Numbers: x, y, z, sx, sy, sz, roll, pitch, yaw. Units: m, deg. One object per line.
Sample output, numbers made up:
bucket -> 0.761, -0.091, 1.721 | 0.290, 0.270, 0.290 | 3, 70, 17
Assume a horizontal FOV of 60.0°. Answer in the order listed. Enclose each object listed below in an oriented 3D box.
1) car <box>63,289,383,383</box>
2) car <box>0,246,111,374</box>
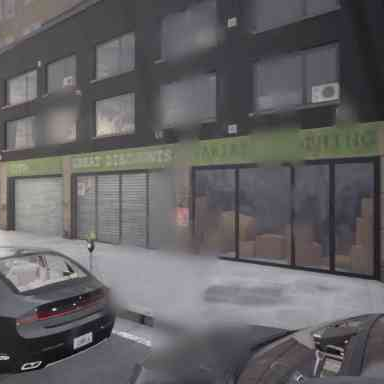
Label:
car -> 1.417, 1.551, 2.077 | 4.403, 1.369, 2.008 | 0, 0, 35
car -> -3.090, 1.551, 5.272 | 4.403, 1.369, 2.008 | 0, 0, 35
